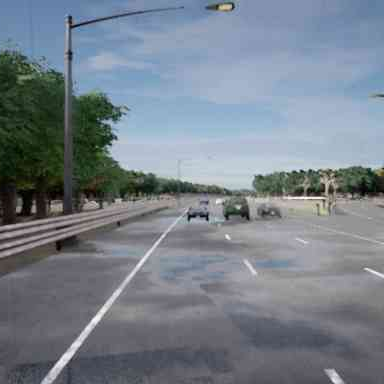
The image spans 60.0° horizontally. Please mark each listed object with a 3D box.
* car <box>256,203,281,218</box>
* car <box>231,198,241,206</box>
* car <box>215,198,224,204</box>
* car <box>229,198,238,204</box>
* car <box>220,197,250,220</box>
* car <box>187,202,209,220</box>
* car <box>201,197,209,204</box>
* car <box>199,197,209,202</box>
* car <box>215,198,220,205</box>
[{"bbox_3d":[7.697,1.833,33.539,1.812,1.442,4.674,0,-1,2],"label":"car"},{"bbox_3d":[9.510,2.116,71.836,1.882,1.535,5.008,0,-1,4],"label":"car"},{"bbox_3d":[6.775,2.126,82.376,2.033,1.411,5.357,0,-1,5],"label":"car"},{"bbox_3d":[10.267,2.184,82.135,1.895,1.301,4.718,0,-1,5],"label":"car"},{"bbox_3d":[4.115,1.509,31.594,2.150,2.045,5.566,0,-1,2],"label":"car"},{"bbox_3d":[0.592,1.879,30.875,1.895,1.301,4.718,0,-1,2],"label":"car"},{"bbox_3d":[3.285,2.084,82.645,1.837,1.490,4.892,0,-1,5],"label":"car"},{"bbox_3d":[2.553,2.162,72.693,1.812,1.442,4.674,0,-1,4],"label":"car"},{"bbox_3d":[6.045,2.164,72.472,1.812,1.442,4.674,0,-1,4],"label":"car"}]
